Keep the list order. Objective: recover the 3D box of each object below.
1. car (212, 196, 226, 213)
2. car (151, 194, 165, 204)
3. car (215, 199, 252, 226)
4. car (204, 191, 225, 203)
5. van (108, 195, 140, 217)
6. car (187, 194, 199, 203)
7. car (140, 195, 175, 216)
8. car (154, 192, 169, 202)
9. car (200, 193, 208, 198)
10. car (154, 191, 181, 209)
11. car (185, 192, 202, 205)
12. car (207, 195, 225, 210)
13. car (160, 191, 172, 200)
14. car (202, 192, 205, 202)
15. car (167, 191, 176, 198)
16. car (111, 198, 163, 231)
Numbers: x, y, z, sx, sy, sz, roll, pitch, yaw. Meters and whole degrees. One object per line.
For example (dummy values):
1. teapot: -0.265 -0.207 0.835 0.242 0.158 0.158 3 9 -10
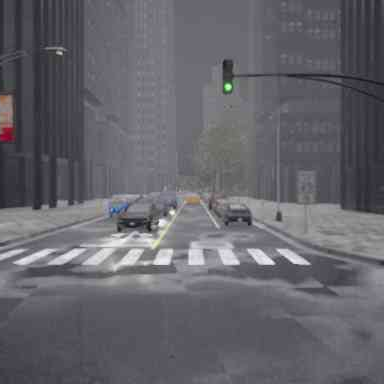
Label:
1. car: 2.858 1.311 27.409 1.752 1.417 4.829 0 0 0
2. car: -5.543 1.134 54.838 1.887 1.381 4.507 0 0 0
3. car: 2.833 1.377 21.727 2.008 1.369 4.403 0 0 0
4. car: 2.908 1.023 38.263 2.192 1.841 5.009 0 0 0
5. van: -5.667 1.127 27.274 1.690 1.788 3.998 0 0 0
6. car: 0.240 1.103 59.657 2.033 1.411 5.357 0 0 0
7. car: -2.941 1.266 28.937 2.128 1.511 4.902 0 0 1
8. car: -5.518 0.866 60.348 2.192 1.841 5.009 0 0 0
9. car: 3.131 0.941 87.882 1.802 1.307 4.206 0 0 0
10. car: -2.851 0.920 39.532 2.150 2.045 5.566 0 0 0
11. car: 0.193 1.107 49.314 1.882 1.535 5.008 0 0 0
12. car: 2.882 1.298 32.752 2.008 1.369 4.403 0 0 0
13. car: -5.468 0.788 71.373 2.192 1.841 5.009 0 0 0
14. car: 2.982 1.115 54.974 1.752 1.417 4.829 0 0 0
15. car: -5.394 0.673 87.910 2.192 1.841 5.009 0 0 0
16. car: -3.010 1.321 19.362 1.882 1.535 5.008 0 0 1
